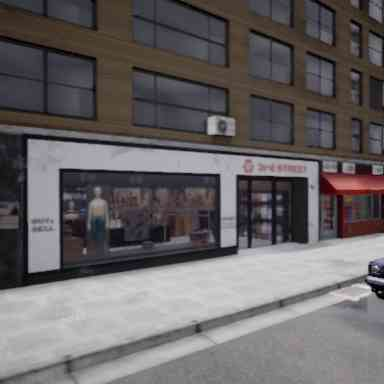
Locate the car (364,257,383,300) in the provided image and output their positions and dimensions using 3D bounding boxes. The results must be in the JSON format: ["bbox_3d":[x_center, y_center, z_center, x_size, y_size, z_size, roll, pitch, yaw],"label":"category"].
[{"bbox_3d":[5.739,1.592,7.164,4.718,1.301,1.895,0,0,-35],"label":"car"}]
